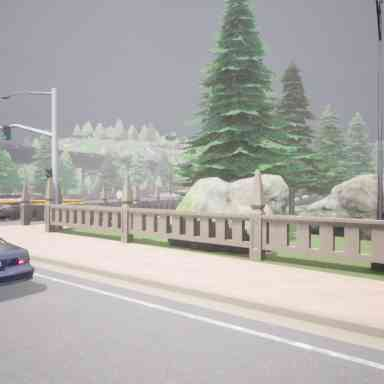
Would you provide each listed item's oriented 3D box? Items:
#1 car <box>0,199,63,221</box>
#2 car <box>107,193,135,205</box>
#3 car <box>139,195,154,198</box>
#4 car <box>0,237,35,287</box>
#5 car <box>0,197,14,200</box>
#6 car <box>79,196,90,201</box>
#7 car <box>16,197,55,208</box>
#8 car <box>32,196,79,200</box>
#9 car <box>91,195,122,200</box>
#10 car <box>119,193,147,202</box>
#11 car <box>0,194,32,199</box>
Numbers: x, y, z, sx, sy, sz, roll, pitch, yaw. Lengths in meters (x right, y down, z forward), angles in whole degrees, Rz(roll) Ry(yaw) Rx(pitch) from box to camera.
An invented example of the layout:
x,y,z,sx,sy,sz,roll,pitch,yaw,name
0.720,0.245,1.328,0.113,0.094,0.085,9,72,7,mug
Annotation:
x,y,z,sx,sy,sz,roll,pitch,yaw,name
-13.572,1.547,27.116,2.033,1.411,5.357,0,0,36,car
-12.559,1.217,58.840,2.097,1.767,4.553,0,2,36,car
-8.601,1.290,58.346,2.128,1.511,4.902,0,2,36,car
-6.069,1.547,8.293,5.357,1.411,2.033,0,0,36,car
-19.692,1.492,30.599,2.128,1.511,4.902,0,0,36,car
-18.465,1.352,50.602,2.097,1.767,4.553,0,0,35,car
-23.355,1.505,49.795,1.837,1.490,4.892,0,0,36,car
-18.327,1.477,44.801,1.882,1.535,5.008,0,0,36,car
-12.979,1.334,52.247,2.097,1.767,4.553,0,1,36,car
-11.650,1.131,66.059,2.033,1.411,5.357,0,3,36,car
-24.134,1.221,42.727,2.150,2.045,5.566,0,0,36,car
